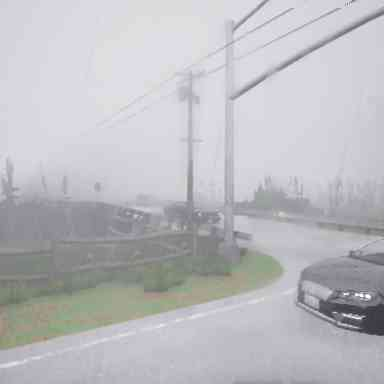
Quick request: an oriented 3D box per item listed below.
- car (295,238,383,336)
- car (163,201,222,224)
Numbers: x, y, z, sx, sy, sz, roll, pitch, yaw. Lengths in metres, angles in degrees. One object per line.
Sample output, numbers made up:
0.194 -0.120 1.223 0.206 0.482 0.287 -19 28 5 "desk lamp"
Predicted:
4.334 1.604 6.304 4.902 1.511 2.128 1 -1 -18 "car"
-0.049 1.335 21.988 1.895 1.301 4.718 1 2 -32 "car"
